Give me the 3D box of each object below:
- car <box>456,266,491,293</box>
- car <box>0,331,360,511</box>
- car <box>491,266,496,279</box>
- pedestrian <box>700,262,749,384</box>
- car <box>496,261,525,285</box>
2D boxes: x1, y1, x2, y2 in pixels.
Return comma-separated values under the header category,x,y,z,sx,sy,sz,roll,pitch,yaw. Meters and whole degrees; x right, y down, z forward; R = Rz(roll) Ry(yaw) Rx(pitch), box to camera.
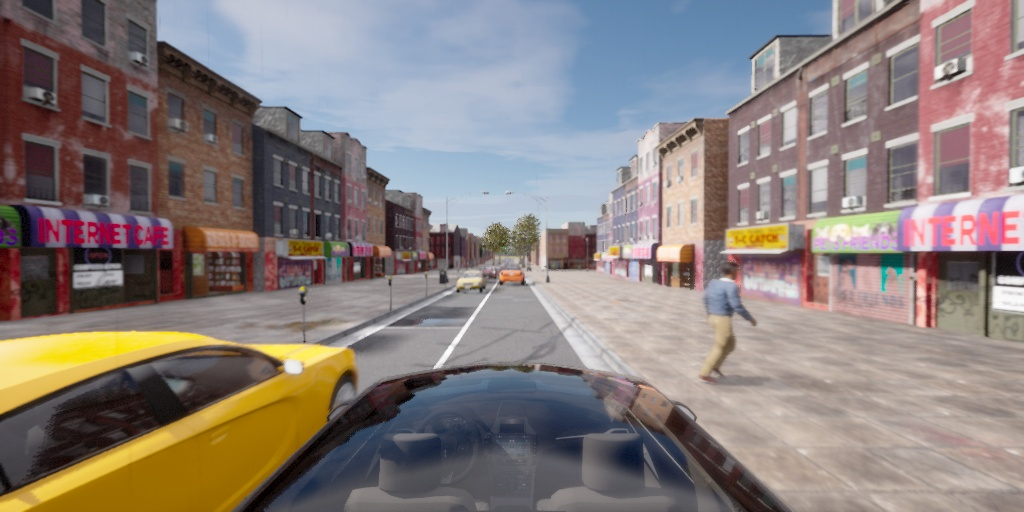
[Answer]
category,x,y,z,sx,sy,sz,roll,pitch,yaw
car,-2.633,1.599,23.840,1.751,1.417,4.829,0,0,0
car,-2.750,1.236,2.322,1.882,1.535,5.008,0,-1,0
car,-2.628,1.802,40.348,1.967,1.591,4.097,0,0,0
pedestrian,3.131,0.938,5.304,0.375,1.860,0.375,1,1,0
car,0.069,1.550,31.405,2.097,1.767,4.553,0,-1,2
